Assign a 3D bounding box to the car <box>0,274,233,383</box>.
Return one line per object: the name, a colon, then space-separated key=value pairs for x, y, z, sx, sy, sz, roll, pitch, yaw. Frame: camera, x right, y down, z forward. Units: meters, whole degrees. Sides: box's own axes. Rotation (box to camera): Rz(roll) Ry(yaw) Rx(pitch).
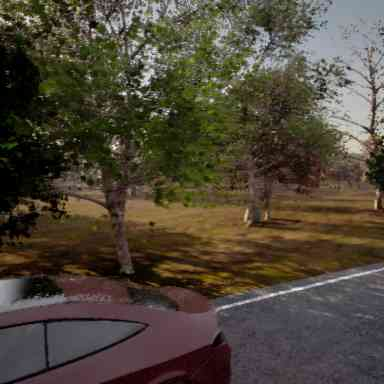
car: x=-1.752 y=1.516 z=2.611 sx=4.674 sy=1.442 sz=1.812 roll=0 pitch=0 yaw=-35
